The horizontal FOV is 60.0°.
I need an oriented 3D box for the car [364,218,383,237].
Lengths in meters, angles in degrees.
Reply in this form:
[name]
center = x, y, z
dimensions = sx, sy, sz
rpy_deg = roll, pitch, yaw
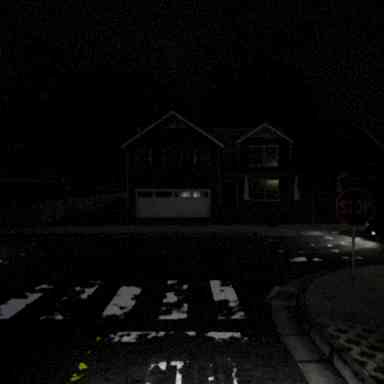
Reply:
[car]
center = 10.501, 1.362, 14.406
dimensions = 5.357, 1.411, 2.033
rpy_deg = -1, 1, 0
